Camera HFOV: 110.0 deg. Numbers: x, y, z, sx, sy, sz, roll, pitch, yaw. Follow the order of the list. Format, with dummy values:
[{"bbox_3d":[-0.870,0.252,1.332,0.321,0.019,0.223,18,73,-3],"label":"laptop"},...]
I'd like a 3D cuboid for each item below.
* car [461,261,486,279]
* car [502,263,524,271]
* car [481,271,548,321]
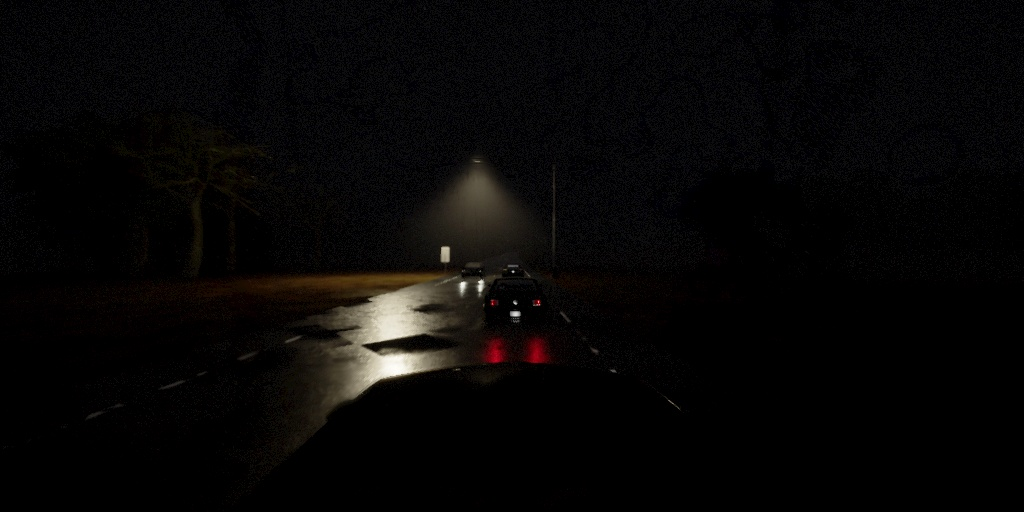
[{"bbox_3d":[-3.547,1.256,33.529,1.882,1.535,5.008,0,0,0],"label":"car"},{"bbox_3d":[0.101,1.342,33.380,1.994,1.385,4.181,0,0,0],"label":"car"},{"bbox_3d":[0.108,1.360,12.421,1.895,1.301,4.718,0,0,0],"label":"car"}]
